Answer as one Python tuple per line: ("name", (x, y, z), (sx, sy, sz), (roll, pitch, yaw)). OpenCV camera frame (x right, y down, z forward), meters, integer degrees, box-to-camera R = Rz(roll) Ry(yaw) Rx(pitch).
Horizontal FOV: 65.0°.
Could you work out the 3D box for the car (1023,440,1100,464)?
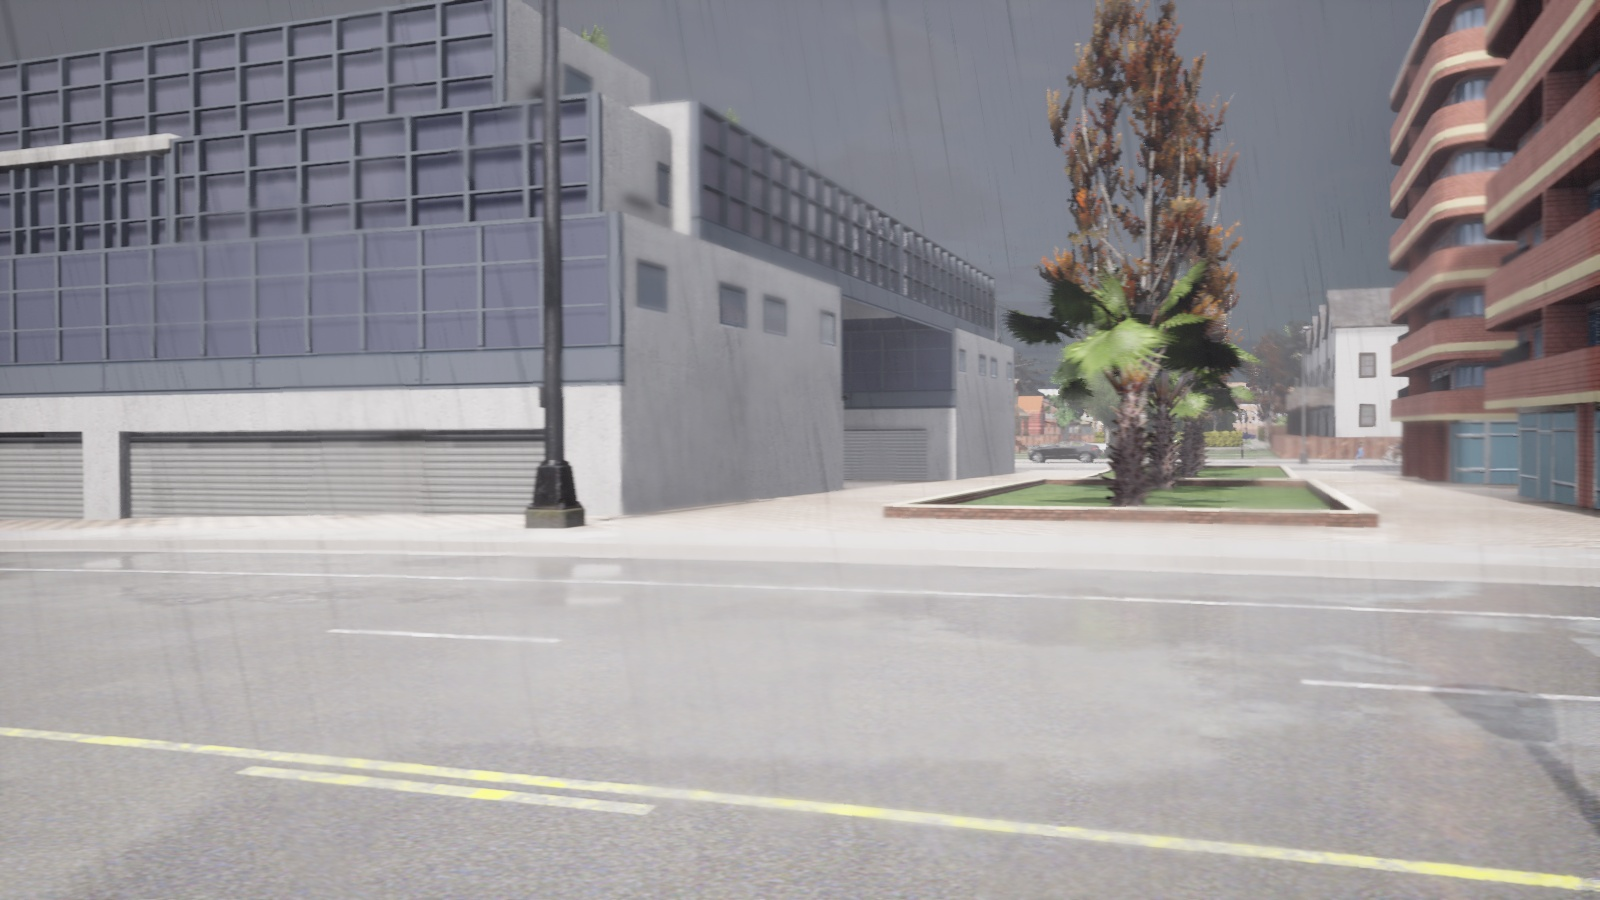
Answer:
("car", (18.384, 0.117, 88.150), (5.027, 1.651, 2.152), (0, 1, 19))
